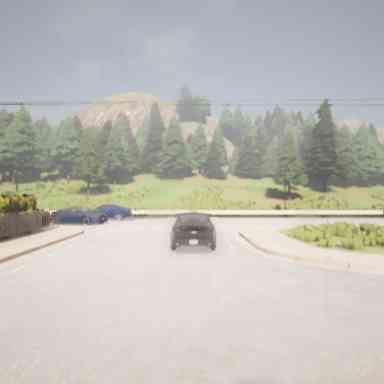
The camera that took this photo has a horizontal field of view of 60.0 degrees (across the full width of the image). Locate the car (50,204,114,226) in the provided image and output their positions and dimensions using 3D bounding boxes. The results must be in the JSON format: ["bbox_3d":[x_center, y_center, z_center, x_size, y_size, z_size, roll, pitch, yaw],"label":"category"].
[{"bbox_3d":[-8.448,1.777,25.023,4.181,1.385,1.994,0,-1,14],"label":"car"}]

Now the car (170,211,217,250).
[{"bbox_3d":[0.055,1.634,14.880,1.837,1.490,4.892,0,0,0],"label":"car"}]

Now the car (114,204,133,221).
[{"bbox_3d":[-7.625,1.778,29.497,4.674,1.442,1.812,0,0,0],"label":"car"}]
